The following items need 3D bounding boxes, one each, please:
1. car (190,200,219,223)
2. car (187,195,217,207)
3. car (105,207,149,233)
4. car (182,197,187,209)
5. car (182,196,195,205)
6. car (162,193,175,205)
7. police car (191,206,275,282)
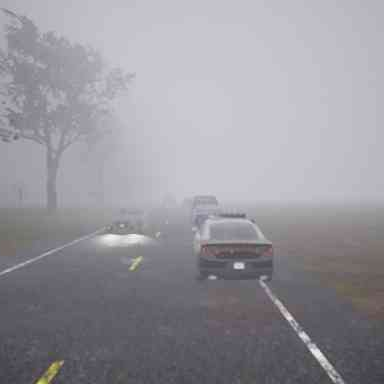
[{"bbox_3d":[0.971,1.493,19.834,1.882,1.535,5.008,0,0,0],"label":"car"},{"bbox_3d":[0.920,1.245,25.870,2.150,2.045,5.566,0,0,-1],"label":"car"},{"bbox_3d":[-3.681,1.578,19.471,1.994,1.385,4.181,0,0,0],"label":"car"},{"bbox_3d":[-0.380,1.403,46.460,2.097,1.767,4.553,0,0,-1],"label":"car"},{"bbox_3d":[-0.667,1.565,60.391,2.128,1.511,4.902,0,0,-1],"label":"car"},{"bbox_3d":[-4.217,1.295,60.790,2.150,2.045,5.566,0,0,-1],"label":"car"},{"bbox_3d":[1.029,1.431,9.934,1.930,1.638,5.238,0,0,0],"label":"police car"}]
